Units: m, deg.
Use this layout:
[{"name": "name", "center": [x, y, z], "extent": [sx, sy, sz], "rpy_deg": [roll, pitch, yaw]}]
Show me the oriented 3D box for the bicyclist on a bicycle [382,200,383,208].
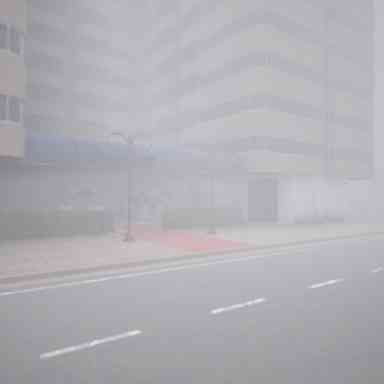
[{"name": "bicyclist on a bicycle", "center": [31.690, 1.831, 54.629], "extent": [1.656, 1.620, 0.582], "rpy_deg": [0, 0, -36]}]
